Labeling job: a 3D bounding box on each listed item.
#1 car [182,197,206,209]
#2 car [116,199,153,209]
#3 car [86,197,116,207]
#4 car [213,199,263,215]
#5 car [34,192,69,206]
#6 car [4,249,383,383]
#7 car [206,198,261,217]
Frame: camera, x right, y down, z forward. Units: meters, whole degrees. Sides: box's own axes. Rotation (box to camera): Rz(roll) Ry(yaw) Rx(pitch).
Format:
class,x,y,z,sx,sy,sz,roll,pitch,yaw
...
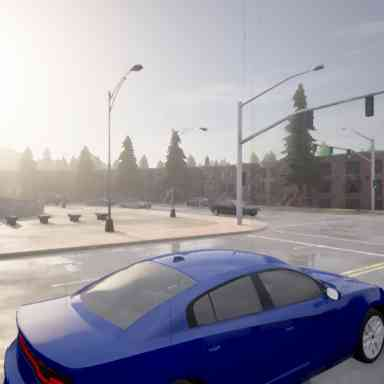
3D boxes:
class,x,y,z,sx,sy,sz,roll,pitch,yaw
car,0.749,1.505,46.121,1.837,1.490,4.892,1,0,-43
car,-7.441,1.601,44.134,4.718,1.301,1.895,0,0,40
car,-14.372,1.547,52.809,5.357,1.411,2.033,0,0,26
car,4.783,1.546,35.267,2.033,1.411,5.357,0,0,-36
car,-22.151,1.031,52.353,5.566,2.045,2.150,0,0,16
car,0.528,1.478,4.175,5.008,1.535,1.882,0,0,-35
car,3.823,1.478,30.620,1.882,1.535,5.008,0,0,-36
